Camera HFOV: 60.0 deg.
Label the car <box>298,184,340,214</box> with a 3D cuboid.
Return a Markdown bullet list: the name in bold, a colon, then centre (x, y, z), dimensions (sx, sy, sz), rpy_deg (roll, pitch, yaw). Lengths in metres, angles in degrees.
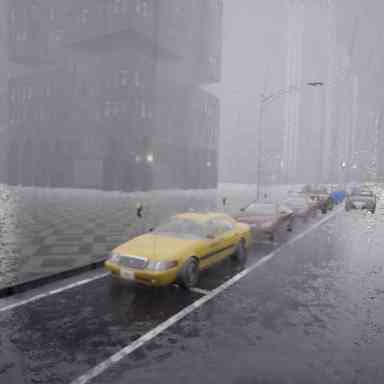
- **car**: centre (8.583, 0.415, 23.050), dimensions (2.192, 1.841, 5.009), rpy_deg (3, 3, 30)

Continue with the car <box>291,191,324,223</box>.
- **car**: centre (5.755, 0.841, 18.138), dimensions (1.802, 1.307, 4.206), rpy_deg (3, 3, 30)

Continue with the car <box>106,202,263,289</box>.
- **car**: centre (0.030, 1.109, 8.139), dimensions (1.752, 1.417, 4.829), rpy_deg (3, 3, 30)

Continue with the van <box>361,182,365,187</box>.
- **van**: centre (28.330, -0.666, 57.523), dimensions (1.690, 1.788, 3.998), rpy_deg (3, 3, 30)

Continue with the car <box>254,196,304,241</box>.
- **car**: centre (2.934, 1.001, 13.214), dimensions (1.802, 1.307, 4.206), rpy_deg (3, 3, 30)

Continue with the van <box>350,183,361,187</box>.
- **van**: centre (22.688, -0.351, 47.674), dimensions (1.690, 1.788, 3.998), rpy_deg (3, 3, 30)

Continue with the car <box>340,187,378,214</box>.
- **car**: centre (12.382, 0.641, 24.280), dimensions (2.128, 1.511, 4.902), rpy_deg (3, 3, 30)

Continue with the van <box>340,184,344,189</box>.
- **van**: centre (11.404, 0.282, 27.976), dimensions (1.690, 1.788, 3.998), rpy_deg (3, 3, 30)

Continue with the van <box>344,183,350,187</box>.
- **van**: centre (14.225, 0.123, 32.900), dimensions (1.690, 1.788, 3.998), rpy_deg (3, 3, 30)

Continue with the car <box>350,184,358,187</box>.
- **car**: centre (19.860, 0.047, 42.760), dimensions (1.802, 1.307, 4.206), rpy_deg (3, 3, 30)
